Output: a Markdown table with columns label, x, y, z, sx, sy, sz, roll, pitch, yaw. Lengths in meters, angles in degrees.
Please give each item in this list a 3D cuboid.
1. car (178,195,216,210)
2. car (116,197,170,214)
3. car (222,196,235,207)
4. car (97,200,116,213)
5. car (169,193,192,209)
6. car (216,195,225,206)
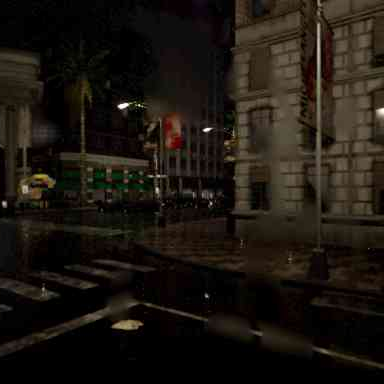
| label | x | y | z | sx | sy | sz | roll | pitch | yaw |
| --- | --- | --- | --- | --- | --- | --- | --- | --- | --- |
| car | 0.719 | 1.496 | 43.748 | 1.837 | 1.490 | 4.892 | 0 | 0 | 38 |
| car | -5.191 | 1.538 | 35.811 | 2.033 | 1.411 | 5.357 | 0 | 0 | 36 |
| car | 7.334 | 1.592 | 51.511 | 4.718 | 1.301 | 1.895 | 0 | 0 | -43 |
| car | -8.087 | 1.537 | 37.778 | 2.033 | 1.411 | 5.357 | 0 | 0 | 36 |
| car | -2.011 | 1.211 | 45.960 | 2.150 | 2.045 | 5.566 | 0 | 0 | 38 |
| car | 4.415 | 1.342 | 53.547 | 4.553 | 1.767 | 2.097 | 0 | 0 | -45 |
